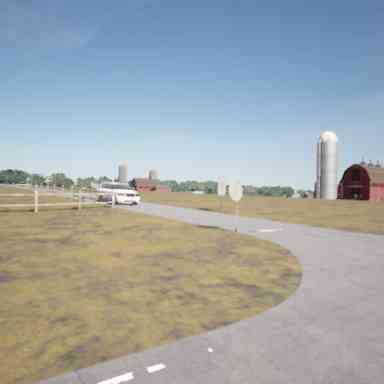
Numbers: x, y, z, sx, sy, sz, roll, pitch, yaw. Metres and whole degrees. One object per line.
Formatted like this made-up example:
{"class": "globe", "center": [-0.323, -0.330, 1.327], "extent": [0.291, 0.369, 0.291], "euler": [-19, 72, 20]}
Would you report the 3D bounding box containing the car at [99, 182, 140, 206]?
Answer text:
{"class": "car", "center": [-6.893, 0.136, 31.057], "extent": [2.150, 2.045, 5.566], "euler": [2, 1, -36]}
